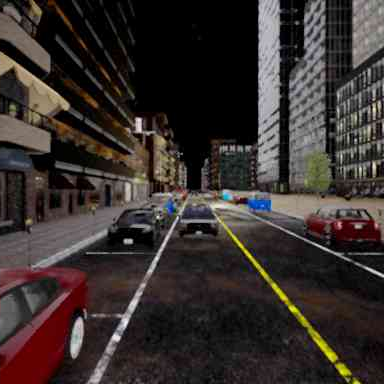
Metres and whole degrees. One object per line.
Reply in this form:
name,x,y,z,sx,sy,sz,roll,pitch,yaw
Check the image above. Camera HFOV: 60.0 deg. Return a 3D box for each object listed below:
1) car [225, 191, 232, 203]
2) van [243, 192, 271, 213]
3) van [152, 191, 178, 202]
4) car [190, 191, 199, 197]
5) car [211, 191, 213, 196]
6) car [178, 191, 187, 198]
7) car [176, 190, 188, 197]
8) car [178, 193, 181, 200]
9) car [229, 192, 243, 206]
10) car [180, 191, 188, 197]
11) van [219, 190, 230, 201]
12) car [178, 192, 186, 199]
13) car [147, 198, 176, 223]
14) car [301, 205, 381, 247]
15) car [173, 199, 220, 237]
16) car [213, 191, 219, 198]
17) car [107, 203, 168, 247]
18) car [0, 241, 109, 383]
car,6.197,0.915,47.698,1.752,1.417,4.829,1,1,0
van,6.151,0.949,30.819,1.690,1.788,3.998,1,1,0
van,-2.245,1.007,25.275,1.690,1.788,3.998,1,1,0
car,0.598,0.428,82.576,2.128,1.511,4.902,0,1,0
car,6.294,0.511,80.944,1.887,1.381,4.507,1,1,0
car,-2.103,0.567,75.400,1.887,1.381,4.507,1,1,0
car,-2.147,0.550,58.690,2.192,1.841,5.009,1,1,0
car,-2.232,1.121,30.677,1.752,1.417,4.829,1,1,0
car,6.180,1.046,41.959,1.802,1.307,4.206,1,1,0
car,-2.070,0.463,86.540,1.802,1.307,4.206,1,1,0
van,6.232,0.590,58.665,1.690,1.788,3.998,1,1,0
car,-2.200,1.000,41.984,2.008,1.369,4.403,1,1,0
car,-2.265,1.289,19.708,2.008,1.369,4.403,1,1,0
car,6.101,1.265,14.113,1.967,1.590,4.097,1,1,0
car,0.309,1.326,16.867,2.033,1.411,5.357,0,1,0
car,6.278,0.560,75.544,1.752,1.417,4.829,1,1,0
car,-2.282,1.376,14.139,1.947,1.339,4.313,1,1,0
car,-2.314,1.500,3.001,1.887,1.381,4.507,1,1,0
